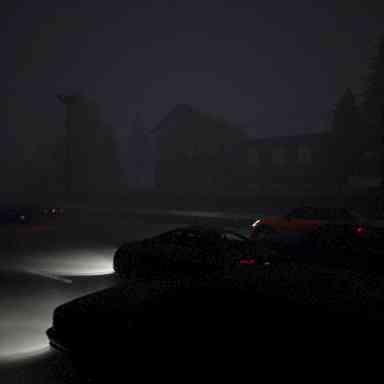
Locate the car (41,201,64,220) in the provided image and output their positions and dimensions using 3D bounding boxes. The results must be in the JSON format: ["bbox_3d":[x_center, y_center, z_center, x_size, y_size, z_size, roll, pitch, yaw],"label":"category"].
[{"bbox_3d":[-12.011,1.396,25.456,5.357,1.411,2.033,0,0,35],"label":"car"}]

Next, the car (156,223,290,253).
[{"bbox_3d":[-0.024,1.534,8.308,4.181,1.385,1.994,0,0,35],"label":"car"}]

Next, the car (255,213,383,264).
[{"bbox_3d":[4.414,1.536,9.442,5.357,1.411,2.033,0,0,35],"label":"car"}]

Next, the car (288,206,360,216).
[{"bbox_3d":[4.694,1.327,13.541,4.553,1.767,2.097,0,0,35],"label":"car"}]

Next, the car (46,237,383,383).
[{"bbox_3d":[0.732,1.540,3.472,5.357,1.411,2.033,0,0,35],"label":"car"}]

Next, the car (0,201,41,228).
[{"bbox_3d":[-12.068,1.341,21.196,5.008,1.535,1.882,0,0,35],"label":"car"}]
